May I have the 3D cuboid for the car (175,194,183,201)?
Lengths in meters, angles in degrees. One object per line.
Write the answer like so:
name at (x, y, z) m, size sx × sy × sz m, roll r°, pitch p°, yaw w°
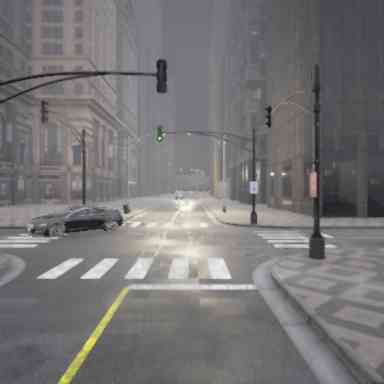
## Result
car at (-2.980, 1.265, 77.072) m, size 2.128 × 1.511 × 4.902 m, roll 0°, pitch 0°, yaw 0°

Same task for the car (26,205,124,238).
car at (-5.876, 1.462, 17.258) m, size 2.128 × 1.511 × 4.902 m, roll 2°, pitch 2°, yaw 45°
